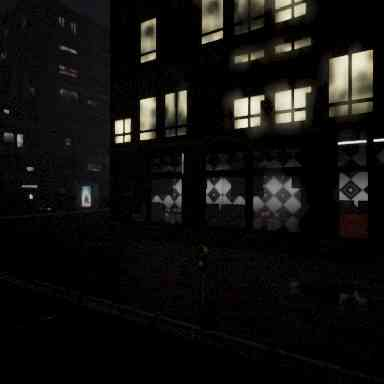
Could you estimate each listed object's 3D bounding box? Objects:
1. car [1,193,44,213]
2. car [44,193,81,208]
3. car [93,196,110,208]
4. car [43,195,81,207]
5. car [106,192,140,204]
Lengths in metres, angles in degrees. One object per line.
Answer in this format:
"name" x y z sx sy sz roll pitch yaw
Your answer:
"car" -16.164 1.029 29.096 2.192 1.841 5.009 1 2 35
"car" -15.654 0.883 39.974 2.097 1.767 4.553 0 1 35
"car" -9.815 1.072 38.199 1.947 1.339 4.313 1 2 35
"car" -16.722 1.074 42.944 1.802 1.307 4.206 1 2 35
"car" -9.913 0.847 48.185 1.837 1.490 4.892 0 1 35
